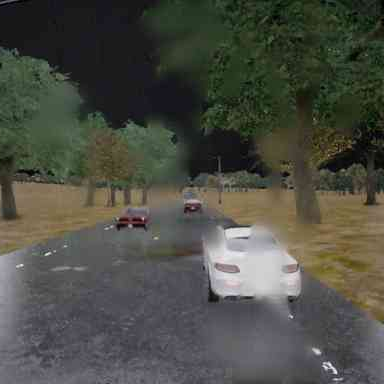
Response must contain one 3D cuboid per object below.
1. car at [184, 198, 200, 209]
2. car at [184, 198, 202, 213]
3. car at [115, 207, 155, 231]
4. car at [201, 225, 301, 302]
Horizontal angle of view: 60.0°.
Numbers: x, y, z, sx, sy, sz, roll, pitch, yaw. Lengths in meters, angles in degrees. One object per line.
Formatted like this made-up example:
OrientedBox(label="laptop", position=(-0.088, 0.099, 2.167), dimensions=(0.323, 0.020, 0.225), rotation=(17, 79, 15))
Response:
OrientedBox(label="car", position=(0.041, 1.588, 46.813), dimensions=(2.128, 1.511, 4.902), rotation=(0, -1, 0))
OrientedBox(label="car", position=(0.114, 1.507, 36.750), dimensions=(1.882, 1.535, 5.008), rotation=(0, 0, 0))
OrientedBox(label="car", position=(-3.483, 1.615, 21.015), dimensions=(1.895, 1.301, 4.718), rotation=(0, 0, 0))
OrientedBox(label="car", position=(1.232, 1.530, 8.149), dimensions=(1.812, 1.442, 4.674), rotation=(0, 0, 0))
